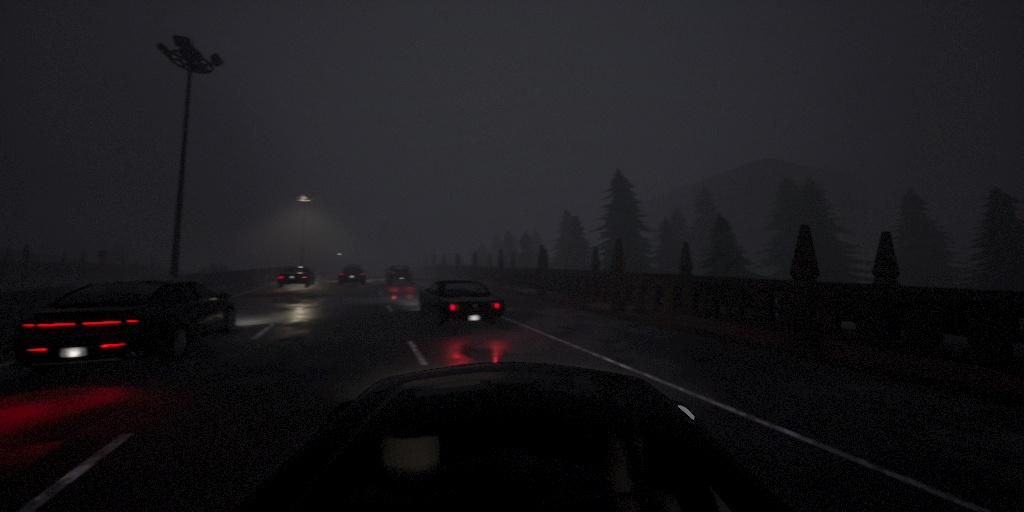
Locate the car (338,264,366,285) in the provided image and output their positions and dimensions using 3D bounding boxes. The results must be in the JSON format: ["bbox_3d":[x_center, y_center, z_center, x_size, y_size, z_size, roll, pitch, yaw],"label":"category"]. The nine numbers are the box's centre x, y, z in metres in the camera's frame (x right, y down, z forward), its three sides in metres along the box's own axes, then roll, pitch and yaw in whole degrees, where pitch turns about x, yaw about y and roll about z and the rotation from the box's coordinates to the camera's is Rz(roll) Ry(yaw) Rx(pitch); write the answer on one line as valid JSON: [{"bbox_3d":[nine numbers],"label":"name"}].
[{"bbox_3d":[-12.766,1.529,28.671,1.994,1.385,4.181,1,-1,-23],"label":"car"}]

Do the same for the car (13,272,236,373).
[{"bbox_3d":[-7.631,1.244,7.699,1.837,1.490,4.892,1,-1,-23],"label":"car"}]

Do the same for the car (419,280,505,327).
[{"bbox_3d":[-1.933,1.471,12.175,1.895,1.301,4.718,1,-1,-23],"label":"car"}]

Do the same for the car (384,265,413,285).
[{"bbox_3d":[-9.383,1.511,29.649,2.128,1.511,4.902,1,-1,-23],"label":"car"}]

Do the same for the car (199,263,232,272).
[{"bbox_3d":[-32.904,1.540,39.932,2.128,1.511,4.902,1,-3,-23],"label":"car"}]

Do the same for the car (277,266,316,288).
[{"bbox_3d":[-15.250,1.440,25.558,2.033,1.411,5.357,1,-1,-23],"label":"car"}]
